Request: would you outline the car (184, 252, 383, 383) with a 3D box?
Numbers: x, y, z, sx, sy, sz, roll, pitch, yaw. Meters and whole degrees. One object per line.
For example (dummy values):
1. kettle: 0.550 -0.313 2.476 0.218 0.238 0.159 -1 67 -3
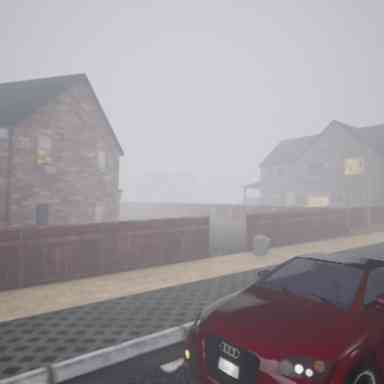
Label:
1. car: 1.937 1.601 4.605 4.181 1.385 1.994 0 -1 -38
